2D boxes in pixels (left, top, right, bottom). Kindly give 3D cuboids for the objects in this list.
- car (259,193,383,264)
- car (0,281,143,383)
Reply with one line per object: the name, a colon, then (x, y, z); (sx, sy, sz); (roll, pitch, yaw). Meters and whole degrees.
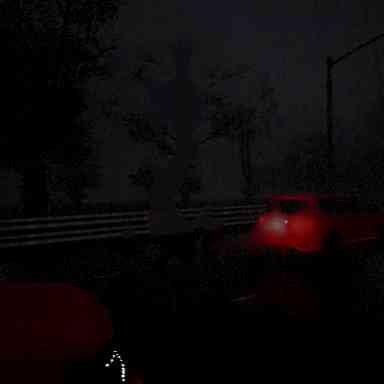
car: (4.724, 1.025, 11.296); (5.566, 2.045, 2.150); (-1, 1, -35)
car: (-3.008, 1.253, 1.584); (5.566, 2.045, 2.150); (-1, 1, -36)
